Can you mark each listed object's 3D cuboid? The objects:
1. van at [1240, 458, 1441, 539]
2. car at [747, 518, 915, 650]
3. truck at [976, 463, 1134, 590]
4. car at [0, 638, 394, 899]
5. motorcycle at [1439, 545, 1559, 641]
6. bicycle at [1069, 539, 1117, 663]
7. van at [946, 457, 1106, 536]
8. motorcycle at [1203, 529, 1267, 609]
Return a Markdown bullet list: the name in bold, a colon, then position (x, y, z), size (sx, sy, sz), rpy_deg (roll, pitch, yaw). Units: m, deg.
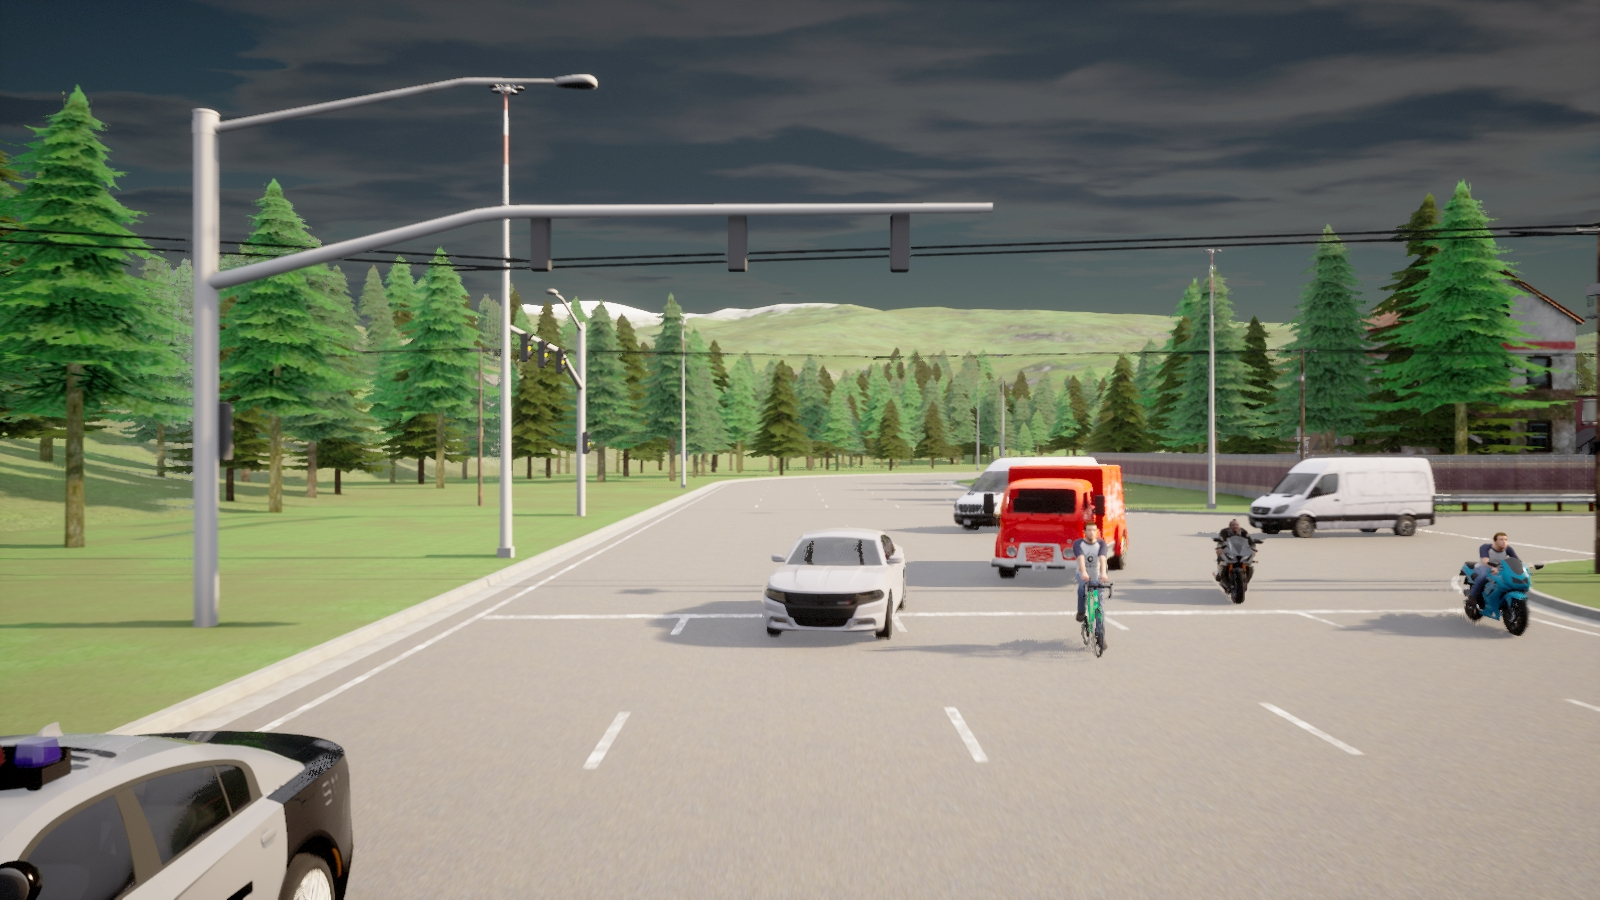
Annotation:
- **van**: position (17.621, 1.535, 37.339), size (5.915, 2.561, 1.988), rpy_deg (0, -1, -12)
- **car**: position (0.674, 2.034, 18.609), size (2.097, 1.535, 5.006), rpy_deg (0, 0, 9)
- **truck**: position (5.876, 1.567, 25.755), size (2.627, 2.467, 5.204), rpy_deg (0, 0, 22)
- **car**: position (-3.587, 1.982, 4.450), size (2.097, 1.638, 5.238), rpy_deg (0, 0, 1)
- **motorcycle**: position (10.868, 2.186, 17.856), size (0.803, 1.199, 2.033), rpy_deg (2, 0, 8)
- **bicycle**: position (4.055, 2.056, 15.894), size (0.373, 1.496, 1.643), rpy_deg (0, 0, 5)
- **van**: position (7.955, 1.535, 39.893), size (5.915, 2.561, 1.988), rpy_deg (0, -1, -36)
- **motorcycle**: position (8.164, 2.205, 21.543), size (0.867, 1.251, 2.209), rpy_deg (1, 0, 15)
